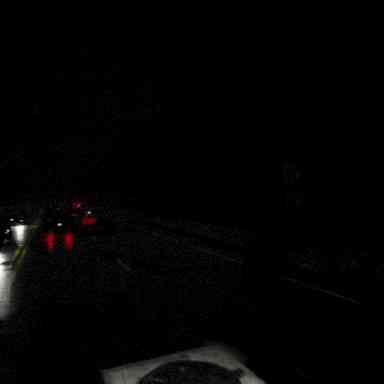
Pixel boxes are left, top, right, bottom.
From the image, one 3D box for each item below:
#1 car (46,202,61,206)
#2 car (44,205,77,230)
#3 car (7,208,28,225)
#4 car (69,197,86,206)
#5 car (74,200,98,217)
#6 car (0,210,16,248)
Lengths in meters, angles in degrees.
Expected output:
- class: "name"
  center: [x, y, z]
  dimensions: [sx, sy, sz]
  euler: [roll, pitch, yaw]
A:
- class: "car"
  center: [-19.451, 2.180, 46.944]
  dimensions: [2.128, 1.511, 4.902]
  euler: [-2, 0, -23]
- class: "car"
  center: [-9.781, 1.932, 24.409]
  dimensions: [1.895, 1.301, 4.718]
  euler: [-2, 0, -23]
- class: "car"
  center: [-15.381, 2.100, 28.768]
  dimensions: [1.994, 1.385, 4.181]
  euler: [-2, 0, -23]
- class: "car"
  center: [-15.914, 1.779, 46.679]
  dimensions: [2.150, 2.045, 5.566]
  euler: [-2, 0, -23]
- class: "car"
  center: [-11.536, 1.896, 36.571]
  dimensions: [1.837, 1.490, 4.892]
  euler: [-2, 0, -23]
- class: "car"
  center: [-10.093, 1.875, 16.384]
  dimensions: [1.812, 1.442, 4.674]
  euler: [-2, 0, -23]
